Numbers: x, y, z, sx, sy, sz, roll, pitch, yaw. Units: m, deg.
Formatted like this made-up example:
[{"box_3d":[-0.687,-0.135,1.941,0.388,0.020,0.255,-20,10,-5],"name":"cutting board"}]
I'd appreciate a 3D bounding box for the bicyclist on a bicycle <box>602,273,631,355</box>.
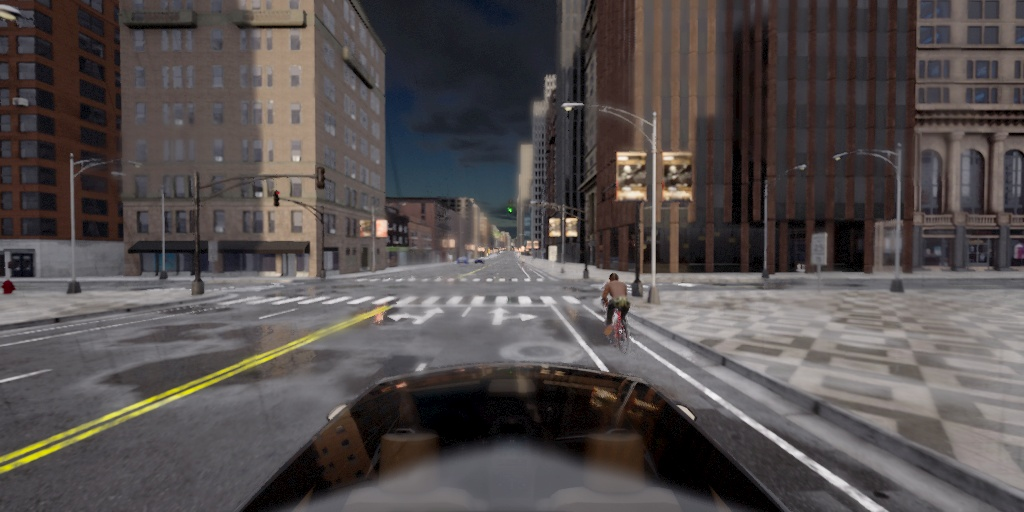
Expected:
[{"box_3d":[2.249,1.204,7.769,0.582,1.620,1.656,0,0,0],"name":"bicyclist on a bicycle"}]
